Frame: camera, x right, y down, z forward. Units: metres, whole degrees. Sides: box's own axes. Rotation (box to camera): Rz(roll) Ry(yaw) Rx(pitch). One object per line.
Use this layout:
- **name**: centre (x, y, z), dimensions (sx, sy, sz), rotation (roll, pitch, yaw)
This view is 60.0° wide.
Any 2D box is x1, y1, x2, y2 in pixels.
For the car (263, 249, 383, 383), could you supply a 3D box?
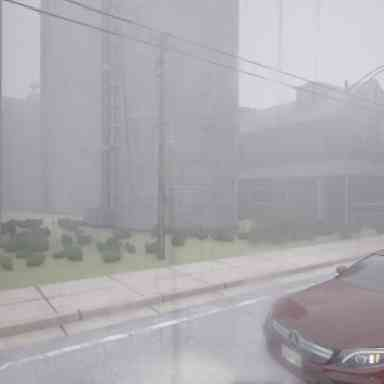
- **car**: centre (3.206, 1.547, 4.614), dimensions (4.674, 1.442, 1.812), rotation (0, 0, -25)
